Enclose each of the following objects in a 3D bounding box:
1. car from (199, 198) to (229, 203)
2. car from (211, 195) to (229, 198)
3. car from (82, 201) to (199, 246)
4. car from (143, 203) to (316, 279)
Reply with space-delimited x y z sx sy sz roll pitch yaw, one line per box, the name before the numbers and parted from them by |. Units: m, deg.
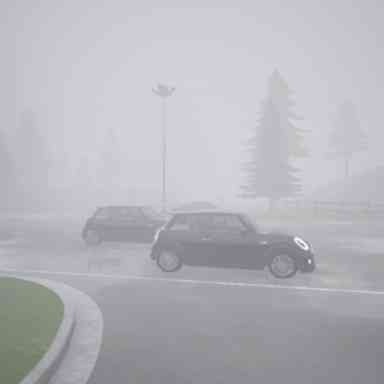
car | 0.958 1.417 24.181 5.008 1.535 1.882 0 0 14
car | 5.751 1.307 69.634 2.128 1.511 4.902 0 0 -33
car | -2.252 1.327 14.157 4.553 1.767 2.097 0 0 14
car | 1.166 1.325 9.720 4.553 1.767 2.097 0 0 14
